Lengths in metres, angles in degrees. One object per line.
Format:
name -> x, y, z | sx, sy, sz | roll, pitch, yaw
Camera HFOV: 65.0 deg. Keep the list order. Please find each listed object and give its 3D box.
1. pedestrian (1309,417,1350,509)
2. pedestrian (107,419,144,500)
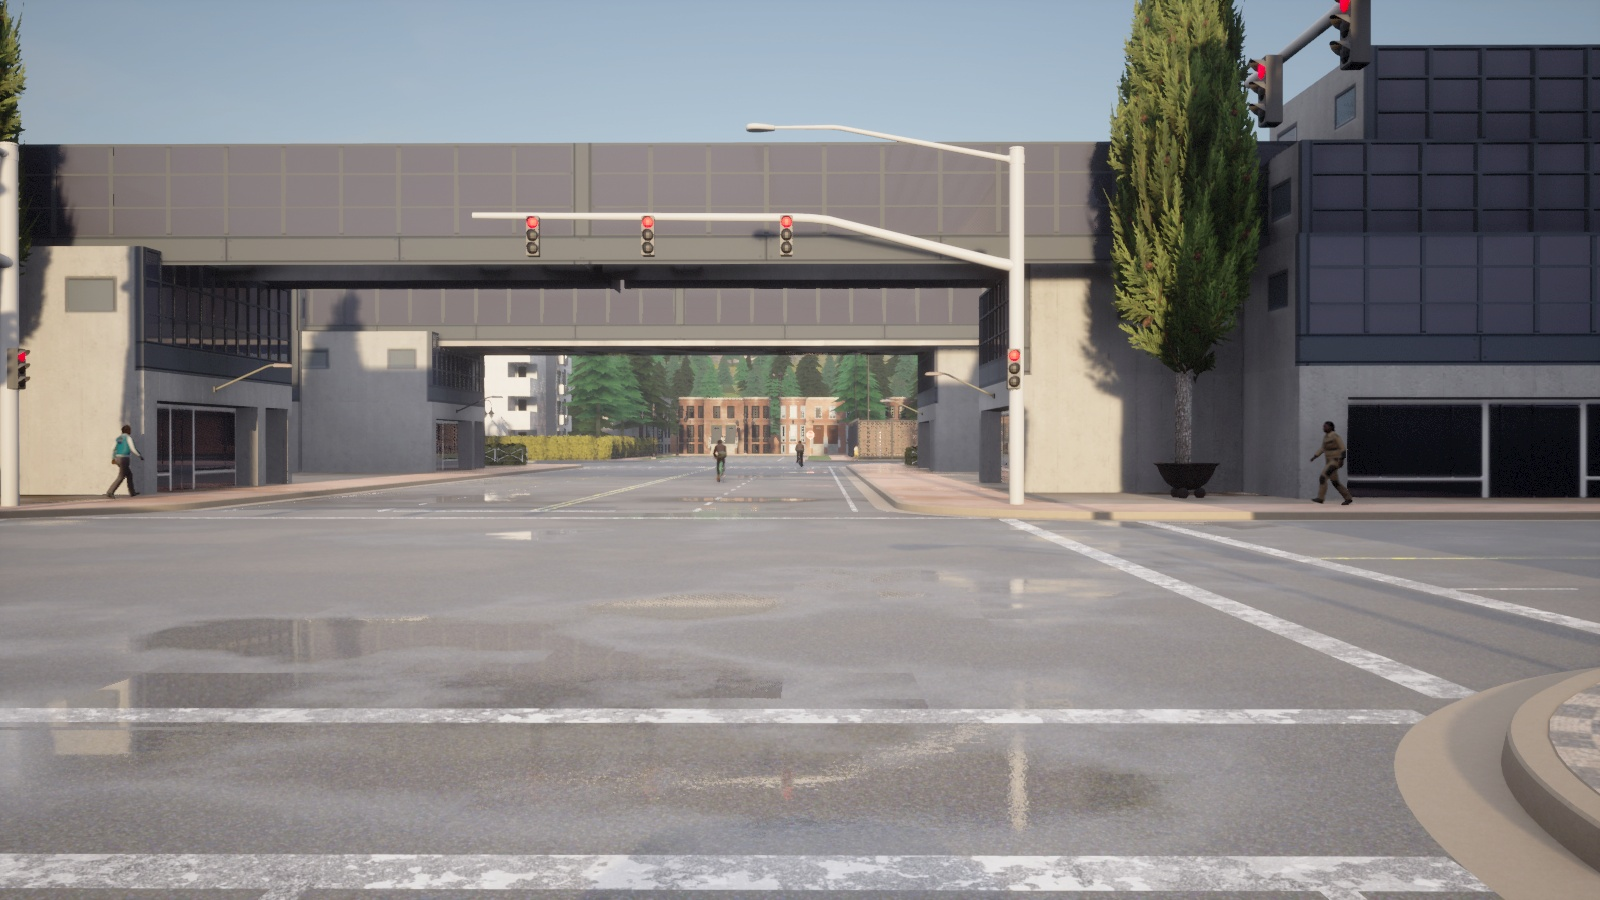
pedestrian -> 11.184, 0.264, 26.549 | 0.692, 1.930, 0.396 | 0, 0, -2
pedestrian -> -16.337, 0.220, 30.428 | 0.396, 1.930, 0.692 | 0, 0, 25
